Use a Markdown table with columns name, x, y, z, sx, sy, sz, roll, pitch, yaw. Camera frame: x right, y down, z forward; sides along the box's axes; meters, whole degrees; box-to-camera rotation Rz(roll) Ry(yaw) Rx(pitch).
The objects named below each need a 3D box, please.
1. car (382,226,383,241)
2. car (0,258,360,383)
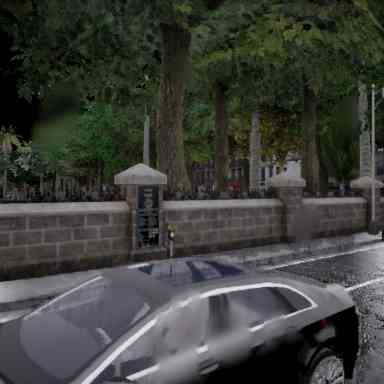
| name | x | y | z | sx | sy | sz | roll | pitch | yaw |
| --- | --- | --- | --- | --- | --- | --- | --- | --- | --- |
| car | 9.742 | 1.310 | 13.489 | 5.009 | 1.841 | 2.192 | 0 | 0 | -36 |
| car | -0.354 | 1.491 | 3.125 | 4.902 | 1.511 | 2.128 | 0 | 0 | -36 |
